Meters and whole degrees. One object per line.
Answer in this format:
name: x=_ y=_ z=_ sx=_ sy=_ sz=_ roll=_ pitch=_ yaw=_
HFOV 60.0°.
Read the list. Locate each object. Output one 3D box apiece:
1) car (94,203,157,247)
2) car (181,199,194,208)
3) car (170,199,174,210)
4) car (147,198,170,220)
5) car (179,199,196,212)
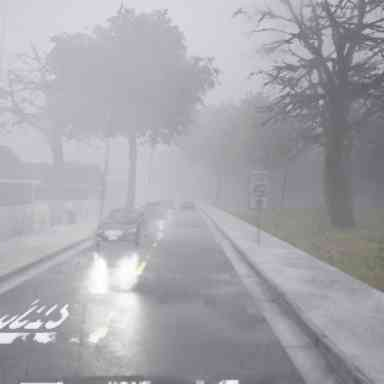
car: x=-3.048 y=1.493 z=15.191 sx=2.128 sy=1.511 sz=4.902 roll=0 pitch=0 yaw=-1
car: x=-0.707 y=1.769 z=51.280 sx=1.895 sy=1.301 sz=4.718 roll=0 pitch=0 yaw=-1
car: x=-3.372 y=1.628 z=44.729 sx=2.128 sy=1.511 sz=4.902 roll=0 pitch=0 yaw=-1
car: x=-3.235 y=1.549 z=28.916 sx=1.837 sy=1.490 sz=4.892 roll=0 pitch=0 yaw=-1
car: x=-0.560 y=1.598 z=40.813 sx=2.128 sy=1.511 sz=4.902 roll=0 pitch=0 yaw=-1
